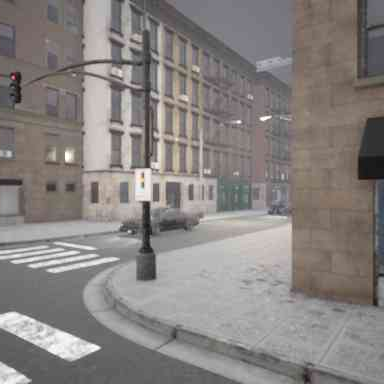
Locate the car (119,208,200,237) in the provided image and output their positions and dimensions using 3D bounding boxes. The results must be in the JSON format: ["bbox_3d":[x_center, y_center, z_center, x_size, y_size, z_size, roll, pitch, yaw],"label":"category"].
[{"bbox_3d":[-1.627,1.625,19.041,2.033,1.411,5.357,0,0,35],"label":"car"}]

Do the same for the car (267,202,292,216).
[{"bbox_3d":[9.405,1.742,34.483,1.994,1.385,4.181,0,0,36],"label":"car"}]
